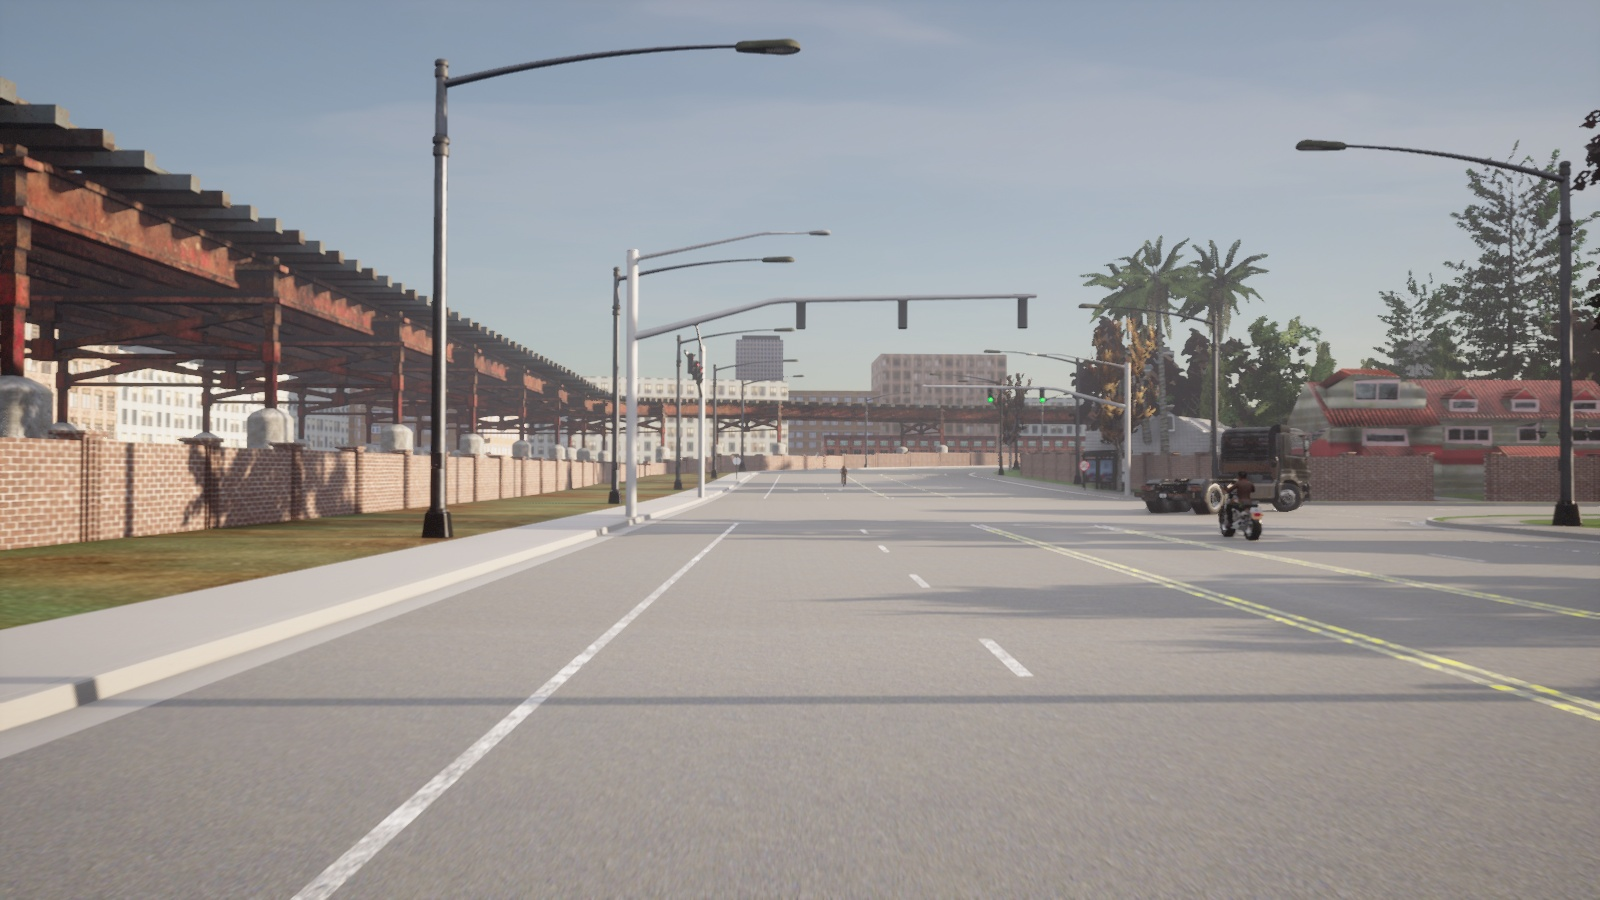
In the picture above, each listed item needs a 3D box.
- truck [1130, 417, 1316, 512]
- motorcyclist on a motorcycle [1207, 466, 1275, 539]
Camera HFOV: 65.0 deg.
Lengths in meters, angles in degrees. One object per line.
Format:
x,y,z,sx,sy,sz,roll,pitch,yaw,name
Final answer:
16.619,0.575,49.023,7.936,3.462,2.891,0,-1,-37,truck
10.425,1.222,29.785,0.766,1.649,2.350,0,-1,0,motorcyclist on a motorcycle
